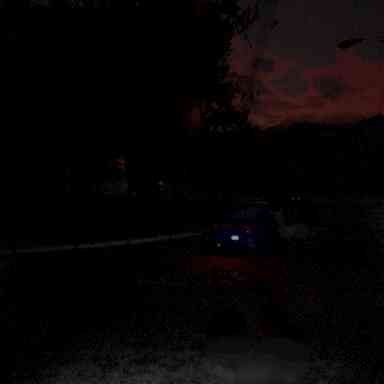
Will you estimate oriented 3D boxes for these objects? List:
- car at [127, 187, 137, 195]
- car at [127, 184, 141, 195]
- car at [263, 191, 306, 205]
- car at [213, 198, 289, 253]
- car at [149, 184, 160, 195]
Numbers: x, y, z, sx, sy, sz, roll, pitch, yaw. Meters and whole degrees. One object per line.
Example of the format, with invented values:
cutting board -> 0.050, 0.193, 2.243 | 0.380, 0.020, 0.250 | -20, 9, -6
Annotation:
car -> -12.860, -0.199, 71.257 | 2.128, 1.511, 4.902 | 0, 0, -9
car -> -10.561, -0.443, 61.099 | 2.150, 2.045, 5.566 | 0, 1, -14
car -> 9.622, 0.633, 35.112 | 2.033, 1.411, 5.357 | -1, 2, -20
car -> 2.375, 1.263, 12.997 | 1.882, 1.535, 5.008 | 0, 2, 23
car -> -7.197, -0.454, 61.072 | 2.150, 2.045, 5.566 | 0, 1, -14
